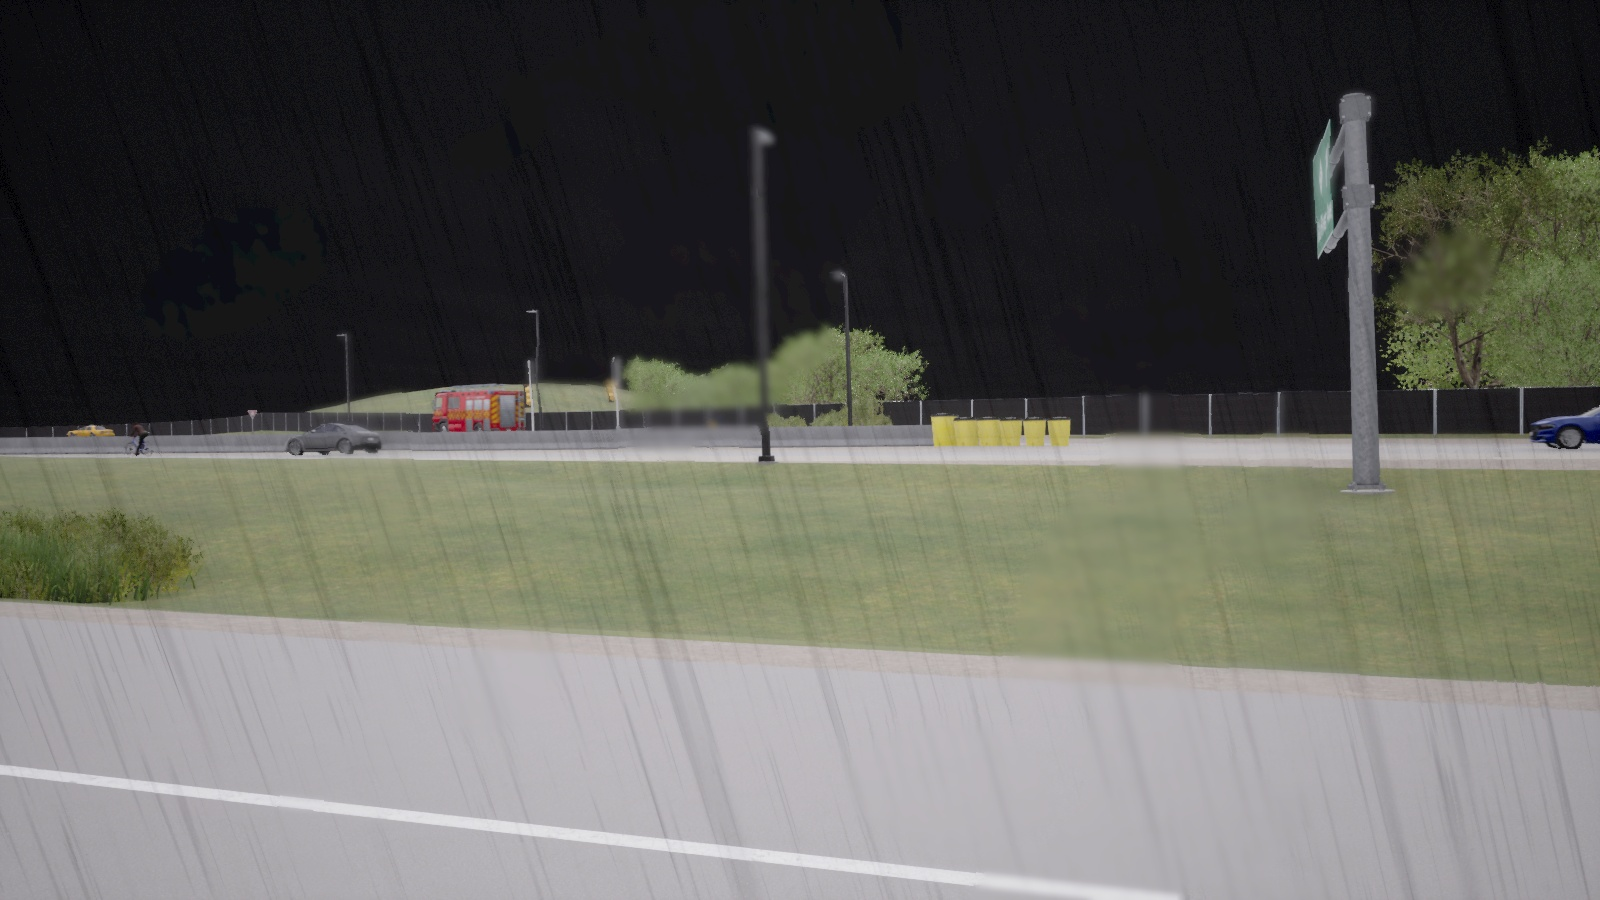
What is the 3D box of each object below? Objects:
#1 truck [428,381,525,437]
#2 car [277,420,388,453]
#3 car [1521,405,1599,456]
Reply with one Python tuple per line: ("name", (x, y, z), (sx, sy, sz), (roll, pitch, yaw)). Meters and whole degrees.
("truck", (-23.388, -2.903, 90.463), (2.891, 3.827, 8.468), (-2, 2, -44))
("car", (-20.310, -0.590, 54.582), (4.181, 1.385, 1.994), (0, 1, 19))
("car", (25.262, -0.600, 38.692), (5.008, 1.535, 1.882), (0, 1, 19))
